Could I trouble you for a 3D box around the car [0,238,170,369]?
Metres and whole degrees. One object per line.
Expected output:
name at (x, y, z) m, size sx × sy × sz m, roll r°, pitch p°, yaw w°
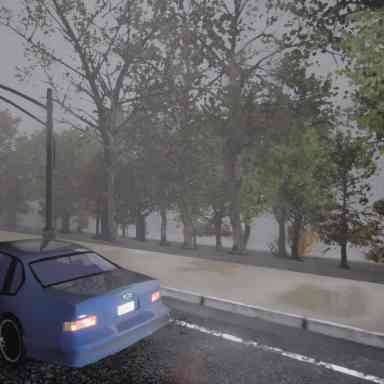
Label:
car at (-2.895, 1.546, 5.754) m, size 5.357 × 1.411 × 2.033 m, roll 0°, pitch 0°, yaw 36°
